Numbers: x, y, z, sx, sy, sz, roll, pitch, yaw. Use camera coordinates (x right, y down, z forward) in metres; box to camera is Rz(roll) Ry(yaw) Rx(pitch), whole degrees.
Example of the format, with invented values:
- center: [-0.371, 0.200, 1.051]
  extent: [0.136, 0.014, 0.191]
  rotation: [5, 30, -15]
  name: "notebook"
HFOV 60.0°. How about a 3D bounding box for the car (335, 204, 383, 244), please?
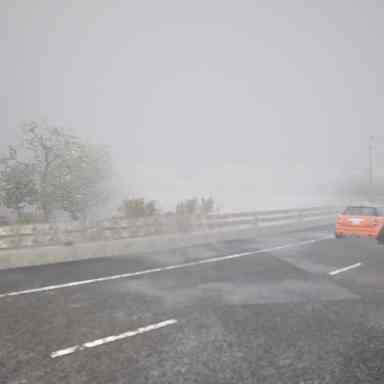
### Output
- center: [8.853, 1.386, 16.312]
  extent: [4.553, 1.767, 2.097]
  rotation: [0, 0, -44]
  name: "car"
